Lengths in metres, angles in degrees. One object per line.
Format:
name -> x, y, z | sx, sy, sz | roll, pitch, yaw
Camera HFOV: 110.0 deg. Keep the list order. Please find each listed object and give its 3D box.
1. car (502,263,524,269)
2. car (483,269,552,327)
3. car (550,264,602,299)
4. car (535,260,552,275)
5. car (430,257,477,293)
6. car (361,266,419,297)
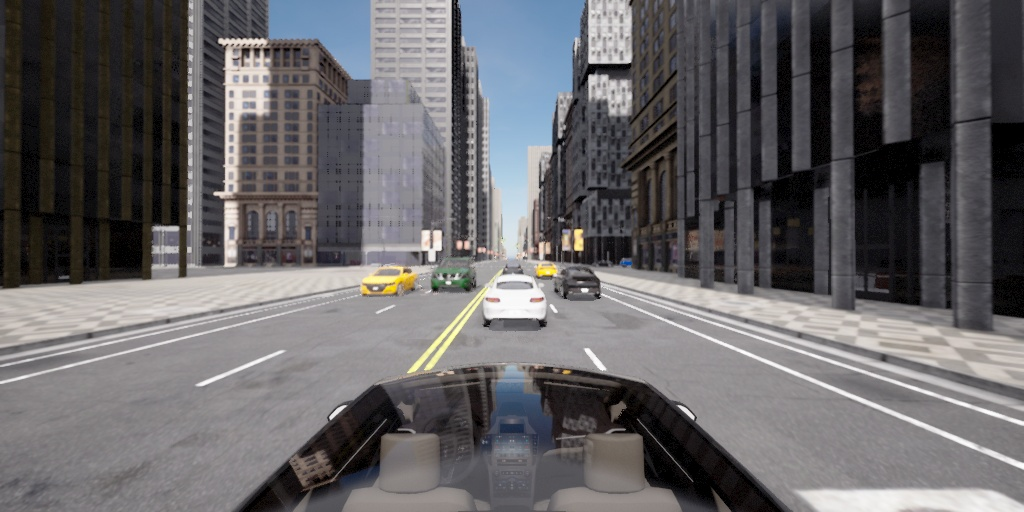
car -> 0.086, 1.399, 34.231 | 2.128, 1.511, 4.902 | 0, 0, 0
car -> 0.083, 1.324, 11.696 | 1.812, 1.442, 4.674 | 0, 0, 0
car -> 3.340, 1.338, 18.852 | 1.837, 1.490, 4.892 | 0, 0, 0
car -> 3.337, 1.392, 35.666 | 1.882, 1.535, 5.008 | 0, 0, 0
car -> -3.360, 1.069, 21.743 | 2.150, 2.045, 5.566 | 0, 0, 0
car -> -6.608, 1.316, 19.849 | 1.882, 1.535, 5.008 | 0, 0, 0
